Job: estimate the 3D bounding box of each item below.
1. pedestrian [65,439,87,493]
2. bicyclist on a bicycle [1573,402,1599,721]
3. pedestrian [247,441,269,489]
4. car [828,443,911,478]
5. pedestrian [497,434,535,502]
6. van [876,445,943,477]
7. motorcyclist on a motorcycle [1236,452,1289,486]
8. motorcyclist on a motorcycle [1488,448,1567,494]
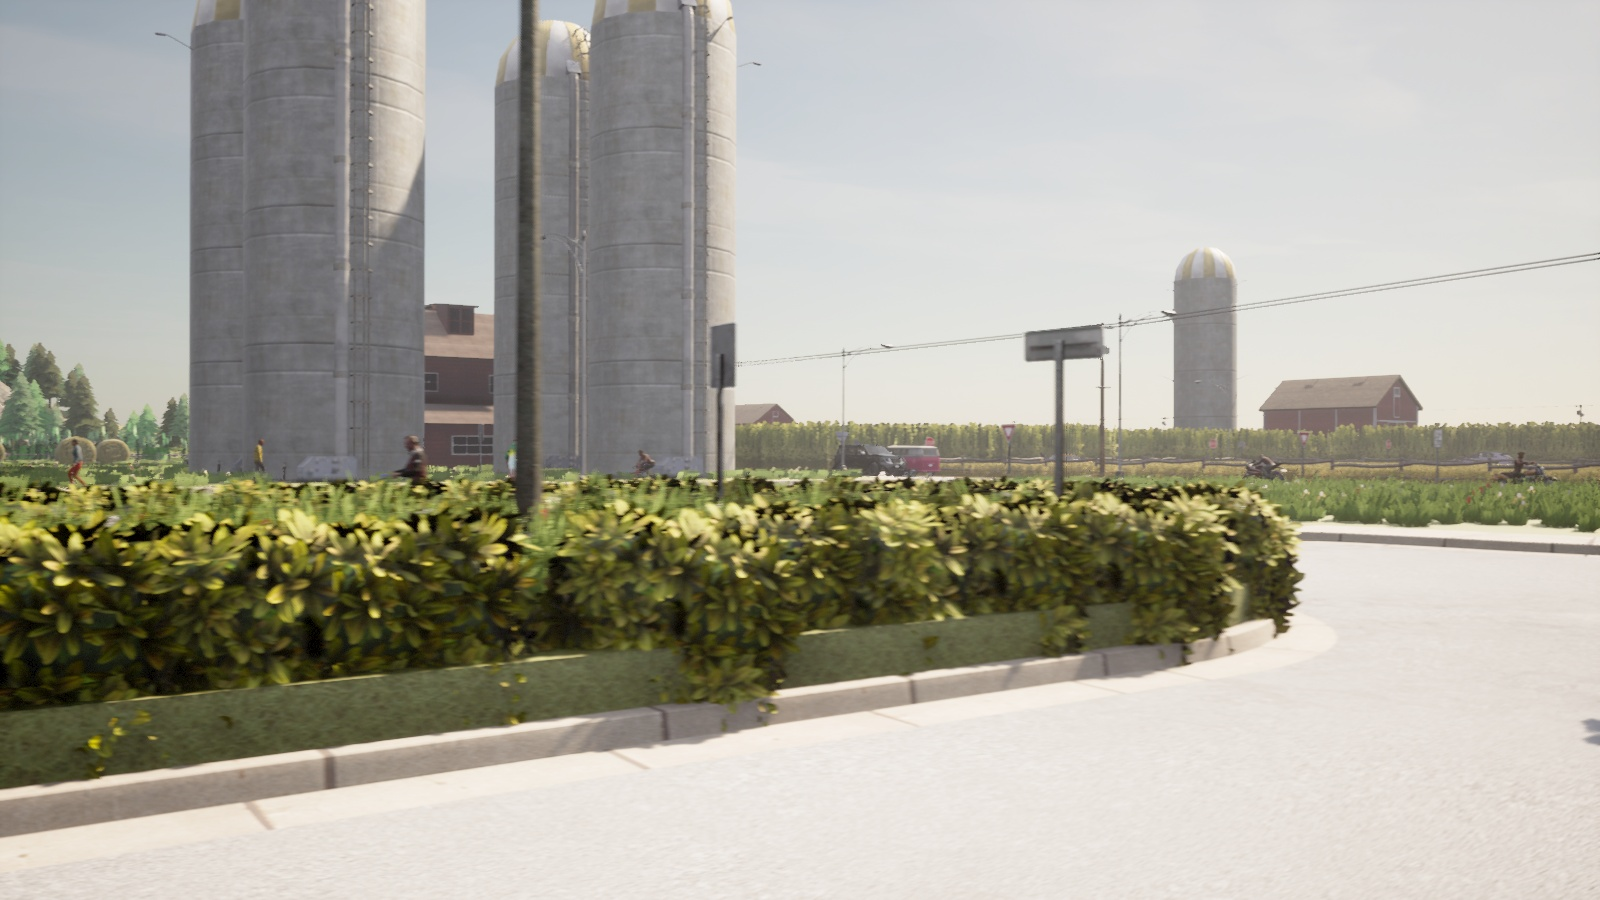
[{"bbox_3d":[-24.962,0.559,43.272,0.614,1.847,0.353,0,0,-37],"label":"pedestrian"},{"bbox_3d":[5.325,0.622,7.365,1.843,1.776,0.659,0,0,-35],"label":"bicyclist on a bicycle"},{"bbox_3d":[-20.788,0.562,48.182,0.726,1.835,0.370,0,0,-36],"label":"pedestrian"},{"bbox_3d":[4.250,0.648,77.627,2.150,2.045,5.566,0,-1,-34],"label":"car"},{"bbox_3d":[-8.222,0.507,36.391,0.873,1.952,0.659,0,0,-36],"label":"pedestrian"},{"bbox_3d":[6.930,0.680,79.876,1.775,1.987,4.442,0,0,-35],"label":"van"},{"bbox_3d":[21.599,0.878,58.699,0.866,1.530,2.191,0,0,-35],"label":"motorcyclist on a motorcycle"},{"bbox_3d":[26.412,0.750,45.625,0.766,1.649,2.350,0,-1,-34],"label":"motorcyclist on a motorcycle"}]
